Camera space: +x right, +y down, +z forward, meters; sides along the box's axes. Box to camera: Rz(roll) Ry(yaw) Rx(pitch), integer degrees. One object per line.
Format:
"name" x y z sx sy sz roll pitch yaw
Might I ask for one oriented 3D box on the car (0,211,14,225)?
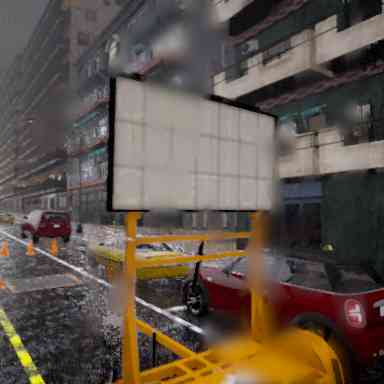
"car" -19.056 2.555 33.454 1.752 1.417 4.829 5 -4 -37

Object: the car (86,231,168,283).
"car" -1.987 1.937 10.861 1.752 1.417 4.829 5 -4 -37

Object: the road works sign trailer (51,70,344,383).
"road works sign trailer" 0.020 0.633 3.937 2.380 3.560 2.880 3 -3 -37

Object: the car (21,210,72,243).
"car" -8.704 1.970 19.774 2.192 1.841 5.009 5 -4 -37

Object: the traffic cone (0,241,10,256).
"traffic cone" -7.935 2.399 14.134 0.340 0.580 0.340 3 -3 -37

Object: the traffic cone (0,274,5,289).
"traffic cone" -5.117 2.232 8.746 0.340 0.580 0.340 3 -3 -37

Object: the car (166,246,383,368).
"car" 1.532 1.725 6.212 1.967 1.590 4.097 5 -4 -37

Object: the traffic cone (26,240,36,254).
"traffic cone" -7.138 2.436 14.735 0.340 0.580 0.340 3 -3 -37
